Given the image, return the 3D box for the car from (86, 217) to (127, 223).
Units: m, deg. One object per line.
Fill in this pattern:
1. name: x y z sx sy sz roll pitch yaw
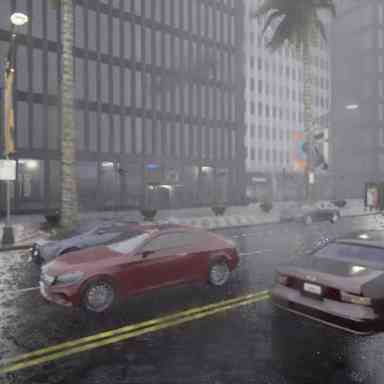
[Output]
1. car: -2.797 1.531 10.595 4.181 1.385 1.994 -1 0 -35

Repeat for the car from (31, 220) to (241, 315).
1. car: -0.934 1.495 7.626 4.674 1.442 1.812 -1 0 -36

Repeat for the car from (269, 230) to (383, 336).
1. car: 3.868 1.489 6.506 5.357 1.411 2.033 -1 0 -36

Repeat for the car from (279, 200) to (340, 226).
1. car: 7.784 1.319 21.813 4.892 1.521 2.231 -1 0 -35
